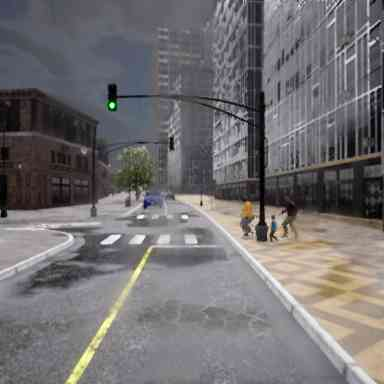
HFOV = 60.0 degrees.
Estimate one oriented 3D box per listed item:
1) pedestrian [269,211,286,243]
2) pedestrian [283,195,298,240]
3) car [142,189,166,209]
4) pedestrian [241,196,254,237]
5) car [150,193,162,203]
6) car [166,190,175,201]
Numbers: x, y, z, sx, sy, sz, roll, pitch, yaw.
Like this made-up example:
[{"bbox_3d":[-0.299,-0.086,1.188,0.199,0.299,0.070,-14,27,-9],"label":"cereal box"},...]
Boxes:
[{"bbox_3d":[3.226,1.404,12.954,0.500,1.100,0.500,1,0,-2],"label":"pedestrian"},{"bbox_3d":[4.017,1.020,13.745,0.375,1.860,0.375,1,0,-2],"label":"pedestrian"},{"bbox_3d":[-4.448,0.862,38.451,2.150,2.045,5.566,0,1,-4],"label":"car"},{"bbox_3d":[2.385,1.012,14.300,0.375,1.860,0.375,1,0,-2],"label":"pedestrian"},{"bbox_3d":[-6.040,0.958,55.188,1.882,1.535,5.008,0,1,-6],"label":"car"},{"bbox_3d":[-4.304,0.903,64.327,1.837,1.490,4.892,0,1,-8],"label":"car"}]
